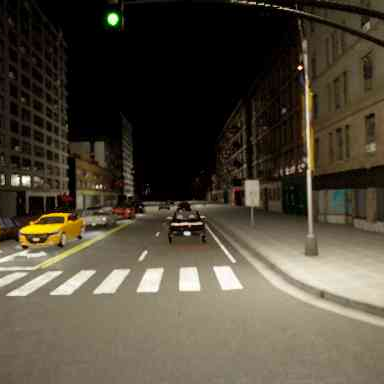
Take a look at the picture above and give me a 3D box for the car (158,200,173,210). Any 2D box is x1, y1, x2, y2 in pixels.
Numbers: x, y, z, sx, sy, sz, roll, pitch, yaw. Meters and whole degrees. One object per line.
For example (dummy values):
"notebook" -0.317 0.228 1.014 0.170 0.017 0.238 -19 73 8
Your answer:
"car" -4.650 2.385 56.791 1.895 1.301 4.718 -1 -1 -1

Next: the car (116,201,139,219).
"car" -7.417 1.959 35.941 2.097 1.767 4.553 -1 -1 -1

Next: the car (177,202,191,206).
"car" -1.044 2.084 44.744 1.812 1.442 4.674 -1 0 -2

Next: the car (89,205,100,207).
"car" -10.672 2.219 36.656 1.812 1.442 4.674 -1 -1 -2

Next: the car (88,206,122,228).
"car" -7.217 2.093 26.489 1.895 1.301 4.718 -1 -1 -1

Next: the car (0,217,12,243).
"car" -10.190 1.994 16.772 2.033 1.411 5.357 -1 -1 2

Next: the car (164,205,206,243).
"car" -0.296 1.713 17.631 2.128 1.511 4.902 -1 -1 -2

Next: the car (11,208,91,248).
"car" -6.986 1.853 17.156 1.882 1.535 5.008 -1 -1 -3

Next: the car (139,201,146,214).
"car" -7.681 2.082 45.899 2.097 1.767 4.553 -1 -1 -2

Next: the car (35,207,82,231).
"car" -10.470 2.074 26.506 1.837 1.490 4.892 -1 -1 -2
